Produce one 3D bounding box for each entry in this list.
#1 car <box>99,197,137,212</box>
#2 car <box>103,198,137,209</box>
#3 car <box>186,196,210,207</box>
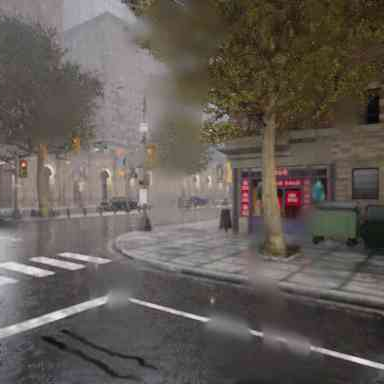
[{"bbox_3d":[-8.685,1.369,38.784,2.097,1.767,4.553,0,0,36],"label":"car"},{"bbox_3d":[-10.262,1.617,47.962,1.895,1.301,4.718,0,0,36],"label":"car"},{"bbox_3d":[0.870,1.370,52.000,2.097,1.767,4.553,0,0,36],"label":"car"}]
